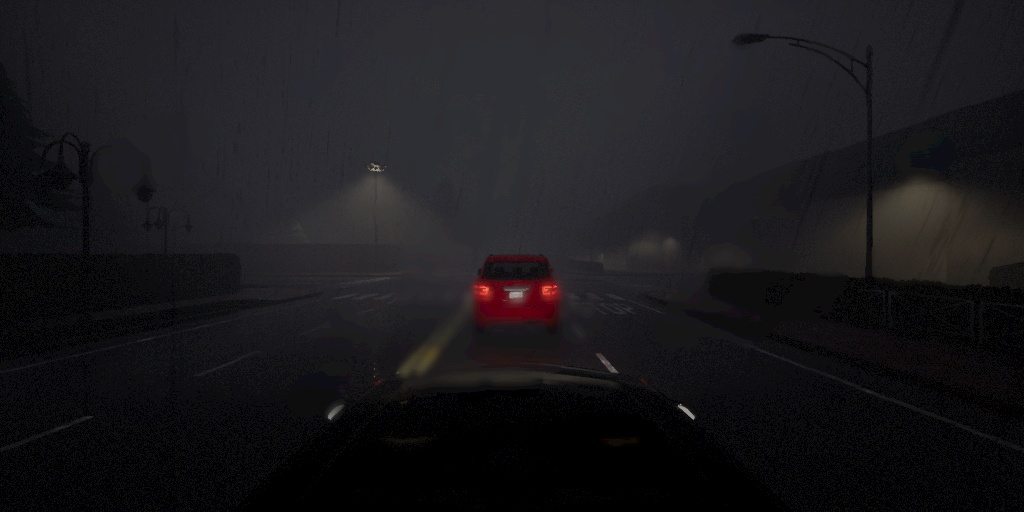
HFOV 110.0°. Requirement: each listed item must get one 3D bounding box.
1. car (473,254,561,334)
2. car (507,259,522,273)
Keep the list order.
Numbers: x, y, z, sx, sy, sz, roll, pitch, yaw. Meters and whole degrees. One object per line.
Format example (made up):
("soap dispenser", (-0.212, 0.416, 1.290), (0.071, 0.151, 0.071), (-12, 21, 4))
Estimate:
("car", (0.118, 0.971, 10.719), (2.150, 2.045, 5.566), (0, 0, 0))
("car", (0.338, 1.228, 45.572), (1.882, 1.535, 5.008), (0, 0, 1))
